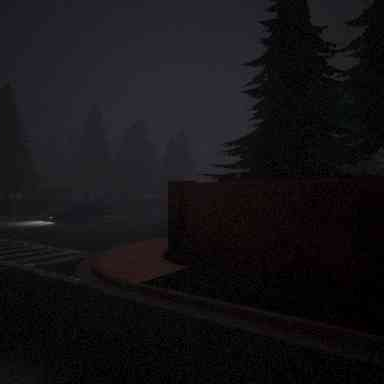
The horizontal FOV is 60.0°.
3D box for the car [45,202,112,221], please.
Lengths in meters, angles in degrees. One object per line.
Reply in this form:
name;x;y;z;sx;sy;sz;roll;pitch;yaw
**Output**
car;-9.134;1.547;27.336;2.033;1.411;5.357;0;0;35
